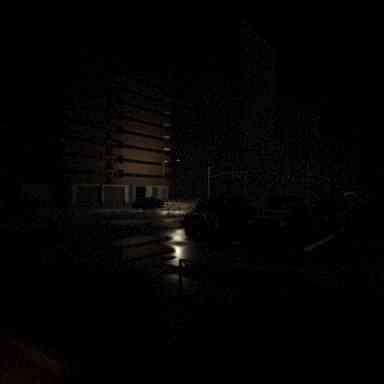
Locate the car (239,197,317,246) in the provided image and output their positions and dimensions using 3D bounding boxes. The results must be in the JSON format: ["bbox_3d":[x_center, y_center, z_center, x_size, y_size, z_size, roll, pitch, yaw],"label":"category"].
[{"bbox_3d":[3.839,1.156,14.386,1.905,1.878,3.866,0,0,34],"label":"car"}]

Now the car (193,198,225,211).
[{"bbox_3d":[2.224,1.525,42.215,1.812,1.442,4.674,0,0,34],"label":"car"}]

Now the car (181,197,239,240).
[{"bbox_3d":[1.471,1.153,16.052,1.932,1.855,4.605,0,0,34],"label":"car"}]

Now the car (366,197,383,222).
[{"bbox_3d":[15.862,1.395,27.342,1.970,1.475,3.806,0,0,34],"label":"car"}]

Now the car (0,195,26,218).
[{"bbox_3d":[-16.346,1.352,27.453,2.097,1.767,4.553,0,0,34],"label":"car"}]

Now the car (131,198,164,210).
[{"bbox_3d":[-5.741,1.477,43.247,1.882,1.535,5.008,0,0,34],"label":"car"}]
